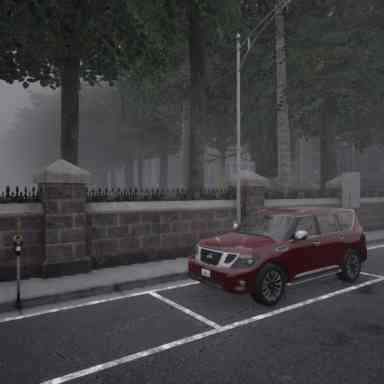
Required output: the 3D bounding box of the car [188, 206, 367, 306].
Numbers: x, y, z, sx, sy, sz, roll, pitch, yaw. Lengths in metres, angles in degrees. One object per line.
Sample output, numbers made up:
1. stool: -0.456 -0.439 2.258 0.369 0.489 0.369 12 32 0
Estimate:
1. car: 2.326 1.314 8.194 5.009 1.841 2.192 0 0 -36
